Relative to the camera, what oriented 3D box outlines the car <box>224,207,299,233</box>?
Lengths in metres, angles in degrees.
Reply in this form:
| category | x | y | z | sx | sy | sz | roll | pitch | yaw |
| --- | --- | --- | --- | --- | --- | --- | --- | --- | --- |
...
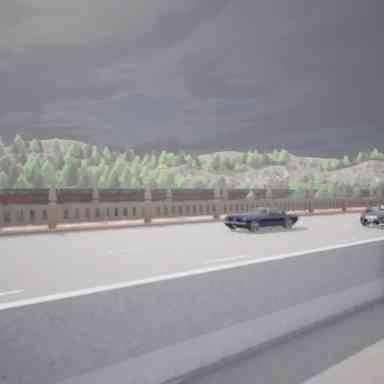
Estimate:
| category | x | y | z | sx | sy | sz | roll | pitch | yaw |
| --- | --- | --- | --- | --- | --- | --- | --- | --- | --- |
| car | 4.169 | 1.602 | 19.866 | 4.718 | 1.301 | 1.895 | 0 | 0 | -36 |

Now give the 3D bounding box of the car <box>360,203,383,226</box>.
| category | x | y | z | sx | sy | sz | roll | pitch | yaw |
| --- | --- | --- | --- | --- | --- | --- | --- | --- | --- |
| car | 12.962 | 1.493 | 21.865 | 4.902 | 1.511 | 2.128 | 0 | 0 | -36 |
